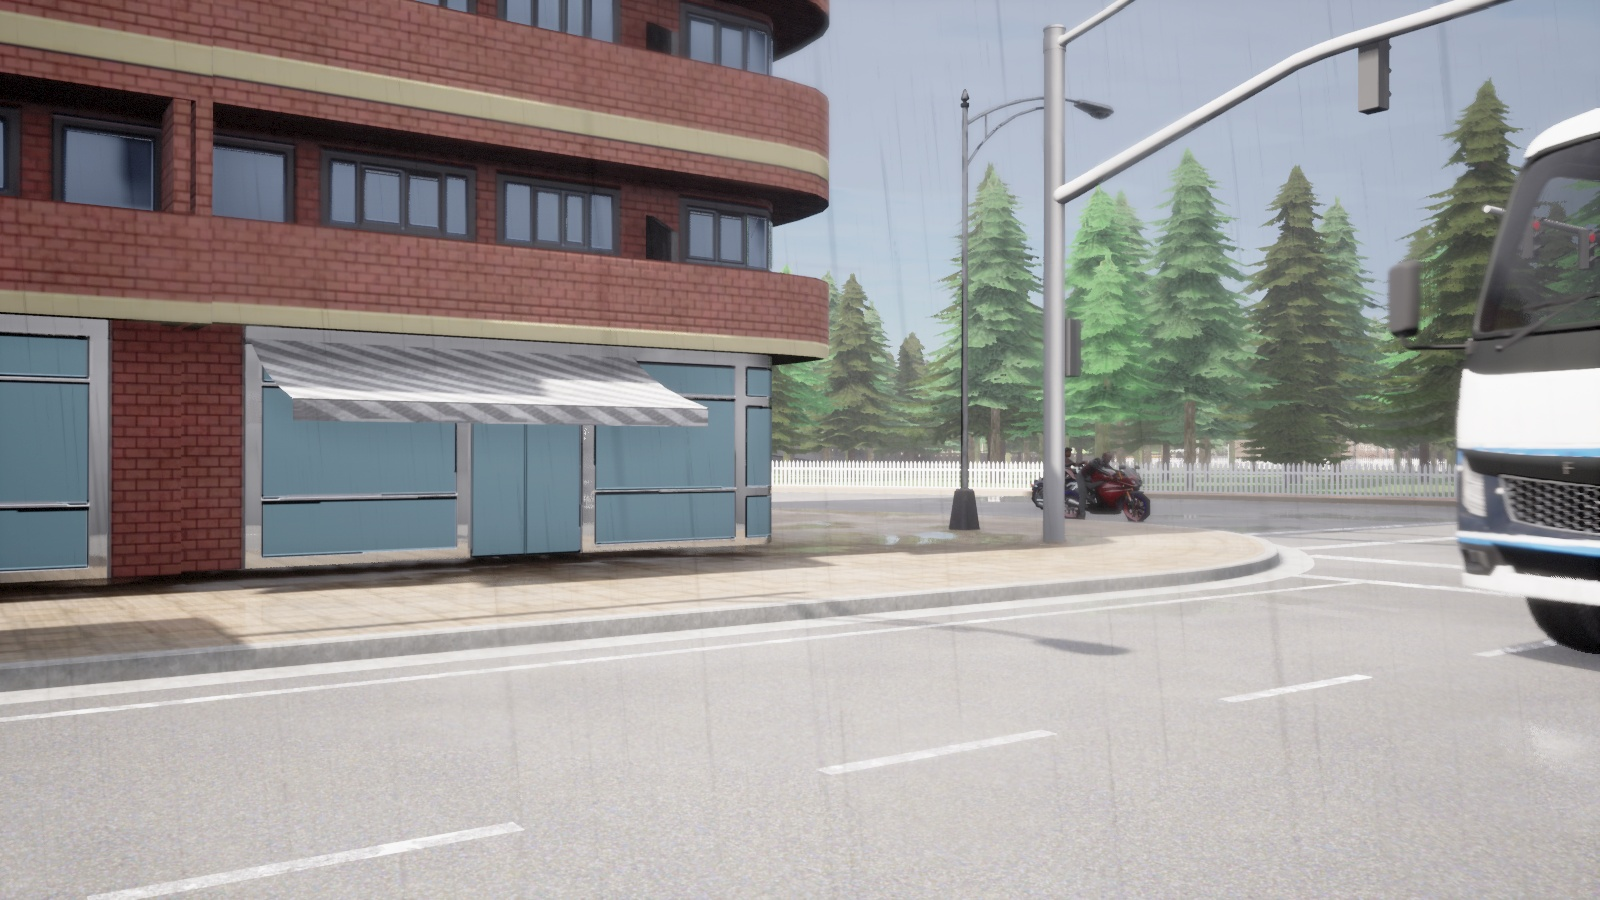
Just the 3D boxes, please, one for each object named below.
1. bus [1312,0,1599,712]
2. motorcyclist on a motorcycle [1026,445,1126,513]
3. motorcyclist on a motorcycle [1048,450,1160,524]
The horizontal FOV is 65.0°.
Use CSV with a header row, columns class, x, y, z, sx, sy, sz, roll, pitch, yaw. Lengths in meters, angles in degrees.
class,x,y,z,sx,sy,sz,roll,pitch,yaw
bus,9.278,-0.629,9.348,10.273,4.253,3.944,0,0,-22
motorcyclist on a motorcycle,6.888,0.702,31.439,2.350,1.649,0.766,0,0,38
motorcyclist on a motorcycle,6.551,0.777,27.116,2.191,1.530,0.866,0,0,42
